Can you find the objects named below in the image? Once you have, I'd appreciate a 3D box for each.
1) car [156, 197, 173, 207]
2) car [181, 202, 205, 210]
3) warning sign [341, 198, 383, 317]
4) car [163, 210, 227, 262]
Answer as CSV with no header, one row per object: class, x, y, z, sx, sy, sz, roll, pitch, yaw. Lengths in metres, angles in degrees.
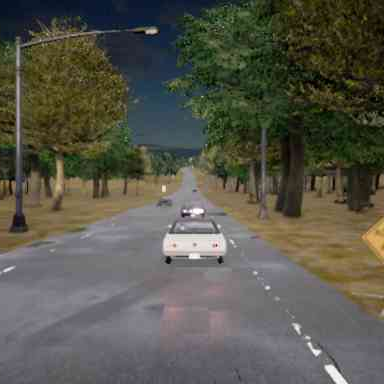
car,-3.592,1.291,43.884,1.895,1.301,4.718,0,1,0
car,0.082,1.460,27.116,1.895,1.301,4.718,0,0,0
warning sign,3.604,1.103,5.873,1.300,1.860,1.060,3,4,0
car,0.083,1.560,11.867,1.895,1.301,4.718,0,0,0
